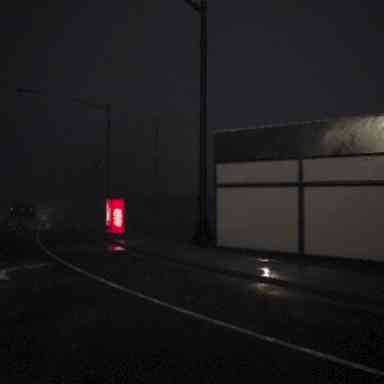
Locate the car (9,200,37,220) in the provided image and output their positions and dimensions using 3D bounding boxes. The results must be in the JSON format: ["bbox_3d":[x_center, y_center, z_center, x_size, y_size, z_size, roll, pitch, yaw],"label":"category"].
[{"bbox_3d":[-16.132,1.620,31.887,2.097,1.767,4.553,1,-1,-22],"label":"car"}]

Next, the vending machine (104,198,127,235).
[{"bbox_3d":[-4.418,1.389,19.255,1.100,2.100,0.880,1,-1,-26],"label":"vending machine"}]
